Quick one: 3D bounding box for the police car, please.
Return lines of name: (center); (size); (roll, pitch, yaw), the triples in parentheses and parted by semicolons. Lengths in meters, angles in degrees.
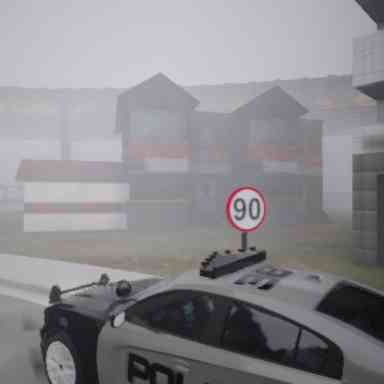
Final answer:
police car: (0.312, 1.450, 3.510); (5.238, 1.638, 1.930); (0, 0, 36)
